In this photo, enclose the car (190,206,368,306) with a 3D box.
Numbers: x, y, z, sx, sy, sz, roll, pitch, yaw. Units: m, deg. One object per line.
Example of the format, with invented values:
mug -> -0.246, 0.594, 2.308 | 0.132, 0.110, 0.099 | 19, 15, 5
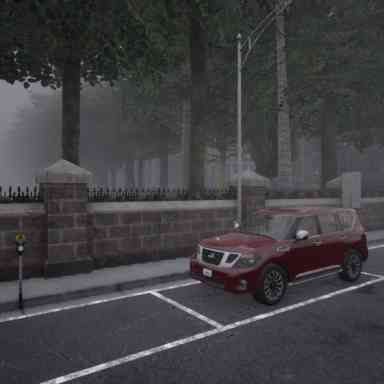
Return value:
car -> 2.359, 1.314, 8.215 | 5.009, 1.841, 2.192 | 0, 0, -35
